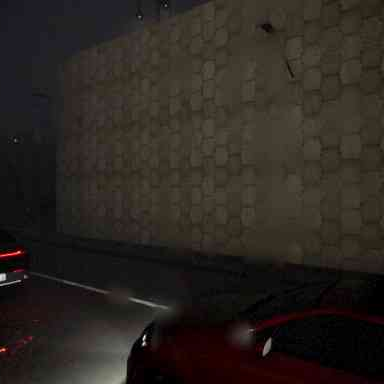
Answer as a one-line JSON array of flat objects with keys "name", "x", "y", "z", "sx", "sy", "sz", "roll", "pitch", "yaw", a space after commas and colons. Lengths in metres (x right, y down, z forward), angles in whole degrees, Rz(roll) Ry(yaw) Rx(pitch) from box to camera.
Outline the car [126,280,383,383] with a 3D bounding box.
[{"name": "car", "x": 1.365, "y": 1.564, "z": 3.018, "sx": 4.181, "sy": 1.385, "sz": 1.994, "roll": 0, "pitch": 0, "yaw": 36}]

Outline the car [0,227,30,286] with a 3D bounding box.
[{"name": "car", "x": -5.882, "y": 1.505, "z": 8.193, "sx": 4.892, "sy": 1.490, "sz": 1.837, "roll": 0, "pitch": 0, "yaw": 36}]

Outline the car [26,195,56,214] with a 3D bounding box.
[{"name": "car", "x": -12.942, "y": 1.061, "z": 31.062, "sx": 2.128, "sy": 1.511, "sz": 4.902, "roll": 0, "pitch": 5, "yaw": 35}]
